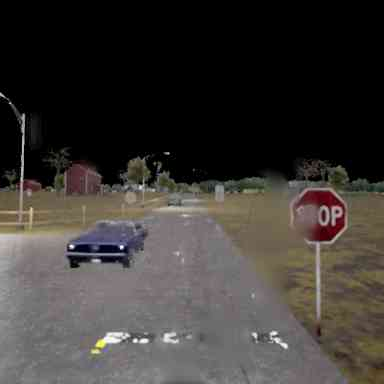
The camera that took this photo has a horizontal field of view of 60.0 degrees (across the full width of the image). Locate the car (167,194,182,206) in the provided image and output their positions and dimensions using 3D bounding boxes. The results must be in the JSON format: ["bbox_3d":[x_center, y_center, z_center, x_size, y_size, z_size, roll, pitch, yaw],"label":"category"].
[{"bbox_3d":[-2.792,1.363,54.276,2.150,2.045,5.566,0,2,0],"label":"car"}]

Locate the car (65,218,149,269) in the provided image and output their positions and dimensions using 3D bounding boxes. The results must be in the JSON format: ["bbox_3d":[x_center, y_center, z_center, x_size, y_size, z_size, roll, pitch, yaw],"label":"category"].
[{"bbox_3d":[-2.731,1.656,11.680,1.895,1.301,4.718,1,0,0],"label":"car"}]
